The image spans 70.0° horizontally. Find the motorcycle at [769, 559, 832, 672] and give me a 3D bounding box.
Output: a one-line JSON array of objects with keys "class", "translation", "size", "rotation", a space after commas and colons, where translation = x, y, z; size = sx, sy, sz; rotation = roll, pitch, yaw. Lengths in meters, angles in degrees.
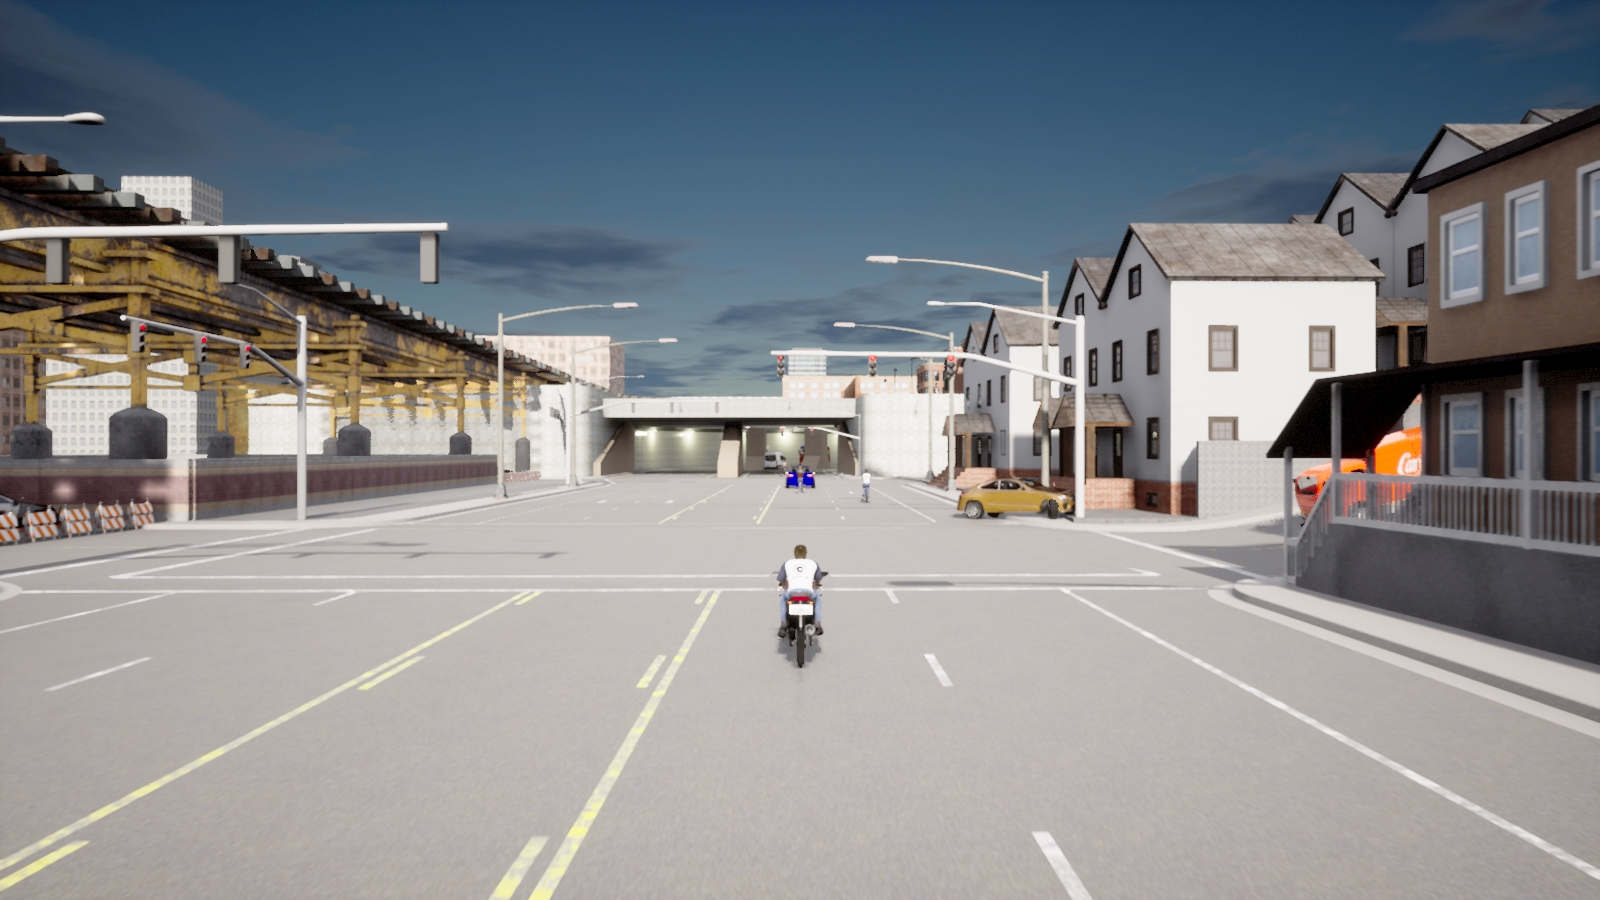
[{"class": "motorcycle", "translation": [0.007, 2.174, 15.394], "size": [0.803, 1.224, 2.033], "rotation": [0, 0, 0]}]

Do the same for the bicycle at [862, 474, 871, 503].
[{"class": "bicycle", "translation": [3.517, 2.044, 60.671], "size": [0.373, 1.521, 1.643], "rotation": [0, 0, 0]}]

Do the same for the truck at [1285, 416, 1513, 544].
[{"class": "truck", "translation": [18.375, 0.890, 35.297], "size": [5.204, 2.467, 2.627], "rotation": [-16, 0, -1]}]

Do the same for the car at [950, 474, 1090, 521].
[{"class": "car", "translation": [8.824, 1.917, 45.962], "size": [5.027, 1.651, 2.152], "rotation": [-3, 0, 36]}]
